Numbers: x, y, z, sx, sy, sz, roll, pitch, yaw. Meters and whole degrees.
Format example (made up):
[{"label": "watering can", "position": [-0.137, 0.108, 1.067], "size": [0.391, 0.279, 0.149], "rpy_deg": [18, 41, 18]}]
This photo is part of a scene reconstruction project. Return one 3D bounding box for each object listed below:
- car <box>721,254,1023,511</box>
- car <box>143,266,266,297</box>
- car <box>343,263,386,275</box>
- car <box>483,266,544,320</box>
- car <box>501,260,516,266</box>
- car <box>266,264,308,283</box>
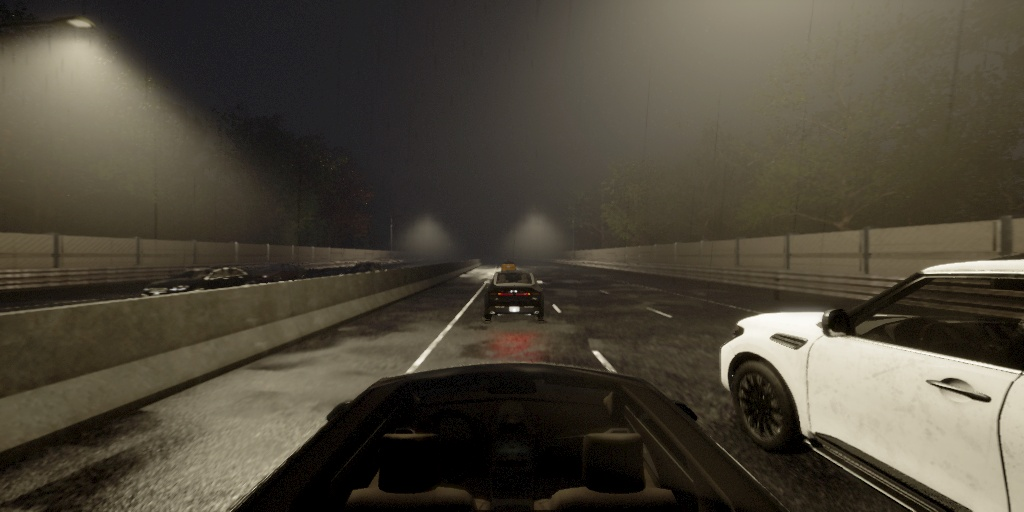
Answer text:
[{"label": "car", "position": [3.594, 0.971, 1.954], "size": [2.150, 2.045, 5.566], "rpy_deg": [0, 0, 0]}, {"label": "car", "position": [-14.179, 1.261, 16.696], "size": [1.837, 1.490, 4.892], "rpy_deg": [0, 0, -1]}, {"label": "car", "position": [-10.794, 1.264, 26.605], "size": [1.837, 1.490, 4.892], "rpy_deg": [0, 0, -1]}, {"label": "car", "position": [0.053, 1.259, 12.561], "size": [1.837, 1.490, 4.892], "rpy_deg": [0, 0, 0]}, {"label": "car", "position": [-0.440, 1.223, 44.361], "size": [1.801, 1.575, 5.366], "rpy_deg": [0, 0, -1]}, {"label": "car", "position": [-17.804, 1.306, 27.402], "size": [2.033, 1.411, 5.357], "rpy_deg": [0, 0, -1]}]
